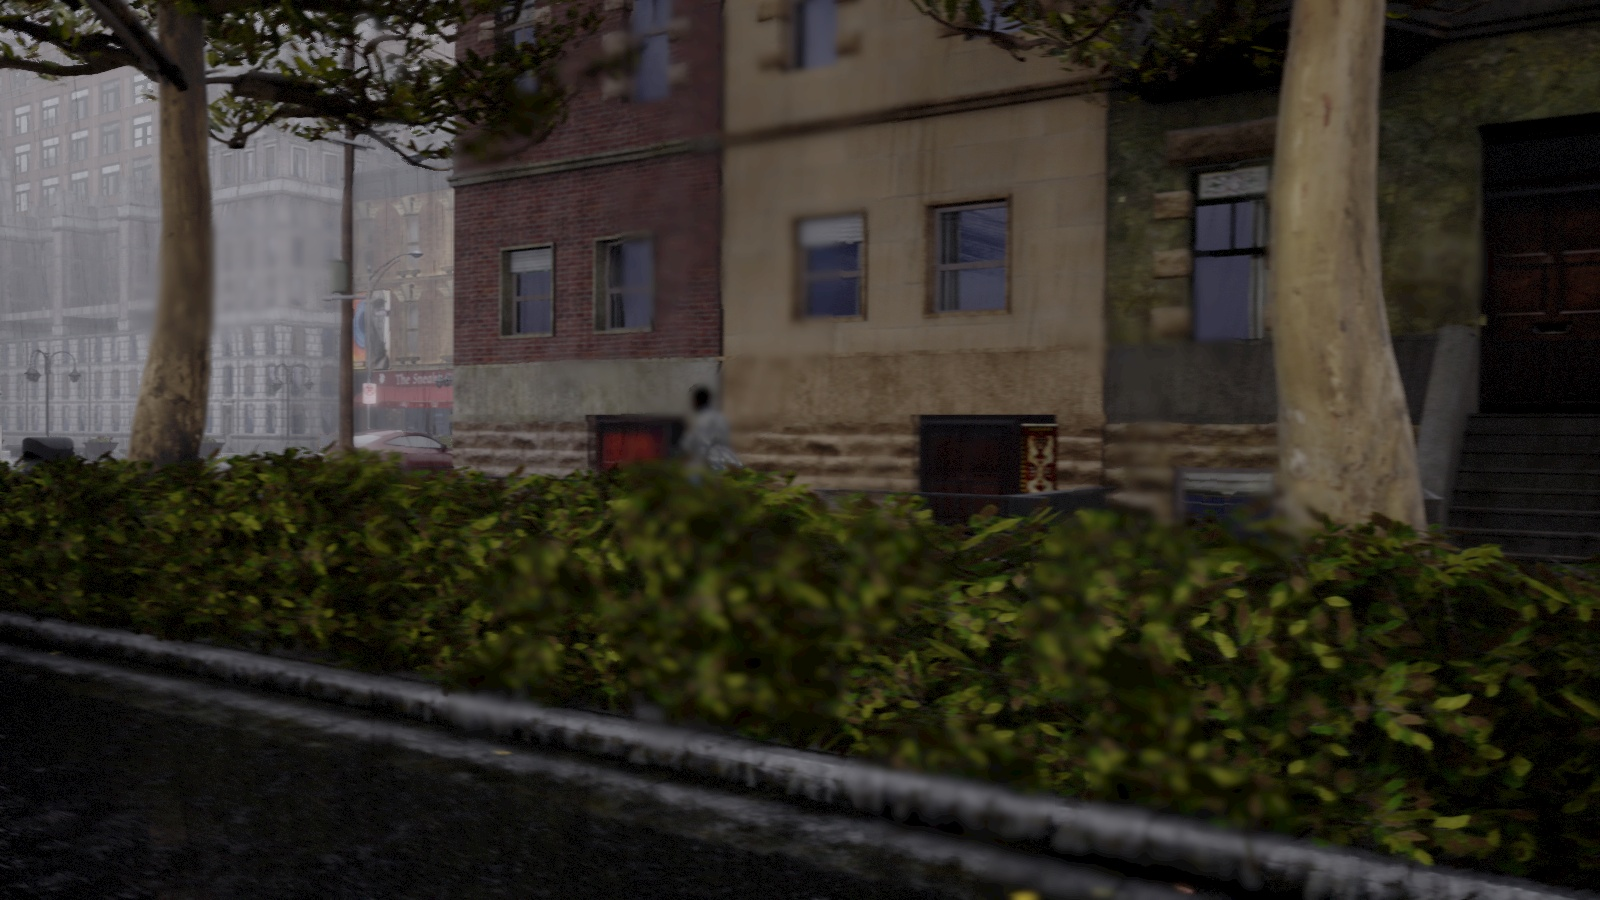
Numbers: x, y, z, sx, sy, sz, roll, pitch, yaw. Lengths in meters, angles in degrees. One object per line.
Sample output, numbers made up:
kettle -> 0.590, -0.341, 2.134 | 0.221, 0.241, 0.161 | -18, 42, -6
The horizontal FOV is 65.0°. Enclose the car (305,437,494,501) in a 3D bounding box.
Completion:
car -> -9.842, 0.419, 31.295 | 1.812, 1.442, 4.674 | 0, 1, 24

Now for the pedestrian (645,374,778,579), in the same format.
pedestrian -> -0.842, 0.232, 11.998 | 0.900, 1.855, 0.874 | 0, 1, 34
